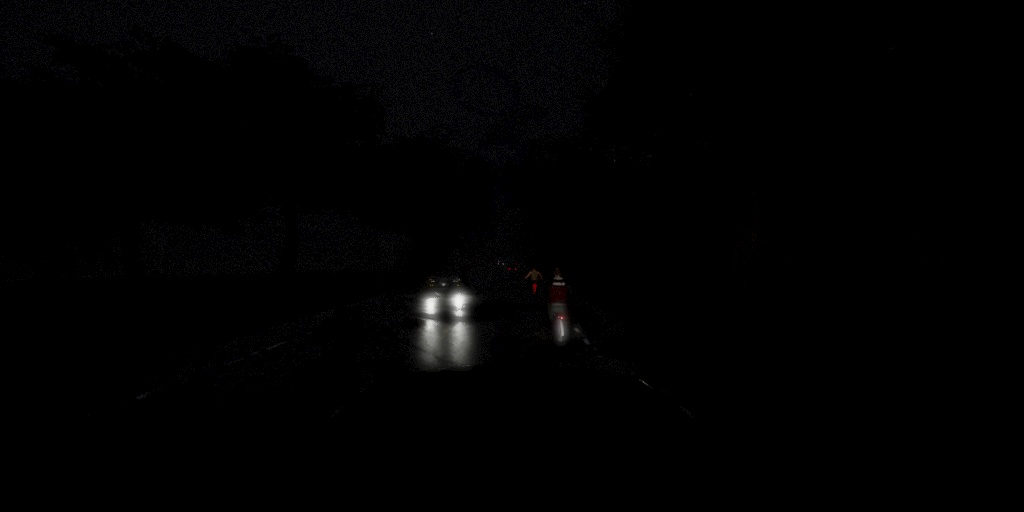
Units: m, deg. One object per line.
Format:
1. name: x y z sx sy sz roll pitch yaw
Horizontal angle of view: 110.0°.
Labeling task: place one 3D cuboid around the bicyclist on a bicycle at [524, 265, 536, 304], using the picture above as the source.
1. bicyclist on a bicycle: 0.950 1.182 15.419 0.866 1.612 1.509 0 0 0

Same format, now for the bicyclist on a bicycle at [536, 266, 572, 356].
1. bicyclist on a bicycle: 0.960 1.117 7.700 0.659 1.776 1.843 0 0 0

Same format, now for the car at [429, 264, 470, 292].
1. car: -3.608 1.252 21.310 1.837 1.490 4.892 0 0 0

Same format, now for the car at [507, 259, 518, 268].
1. car: 0.073 1.413 64.968 1.895 1.301 4.718 0 0 0
